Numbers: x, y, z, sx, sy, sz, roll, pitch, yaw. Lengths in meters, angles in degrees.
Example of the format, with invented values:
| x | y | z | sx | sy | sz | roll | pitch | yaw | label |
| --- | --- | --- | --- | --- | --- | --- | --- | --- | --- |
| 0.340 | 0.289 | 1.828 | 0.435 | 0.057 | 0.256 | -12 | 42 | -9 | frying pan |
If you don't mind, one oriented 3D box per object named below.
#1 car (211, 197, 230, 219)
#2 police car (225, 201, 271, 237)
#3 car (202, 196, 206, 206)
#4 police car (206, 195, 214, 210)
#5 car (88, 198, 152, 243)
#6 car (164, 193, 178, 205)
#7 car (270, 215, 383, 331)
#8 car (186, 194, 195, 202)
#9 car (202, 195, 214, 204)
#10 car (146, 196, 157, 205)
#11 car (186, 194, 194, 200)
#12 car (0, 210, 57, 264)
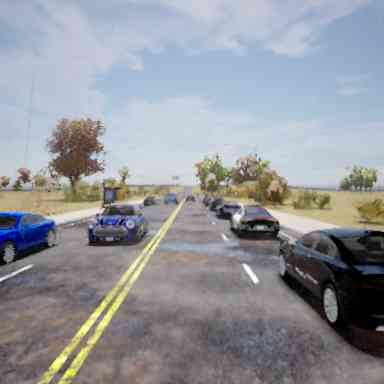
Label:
| x | y | z | sx | sy | sz | roll | pitch | yaw | label |
| --- | --- | --- | --- | --- | --- | --- | --- | --- | --- |
| 3.161 | 1.468 | 29.068 | 2.163 | 1.488 | 4.792 | 0 | 0 | 0 | car |
| 3.215 | 1.486 | 18.028 | 2.038 | 1.542 | 4.974 | 0 | 0 | 0 | police car |
| 3.014 | 1.428 | 51.073 | 2.163 | 1.488 | 4.792 | 0 | 0 | 0 | car |
| 3.088 | 1.371 | 40.152 | 1.930 | 1.638 | 5.238 | 0 | 0 | 0 | police car |
| -3.379 | 1.336 | 15.891 | 2.097 | 1.767 | 4.553 | 0 | 0 | 0 | car |
| -3.571 | 1.132 | 57.123 | 2.150 | 2.045 | 5.566 | 0 | 0 | 0 | car |
| 3.245 | 1.471 | 7.016 | 1.882 | 1.535 | 5.008 | 0 | 0 | 0 | car |
| -0.367 | 1.279 | 71.007 | 1.812 | 1.442 | 4.674 | 0 | 0 | 0 | car |
| 2.939 | 1.403 | 62.043 | 1.837 | 1.490 | 4.892 | 0 | 0 | 0 | car |
| -6.815 | 1.421 | 55.078 | 1.837 | 1.490 | 4.892 | 0 | 0 | 0 | car |
| -0.474 | 1.221 | 87.007 | 2.033 | 1.411 | 5.357 | 0 | 0 | 0 | car |
| -6.618 | 1.467 | 11.974 | 1.882 | 1.535 | 5.008 | 0 | 0 | 0 | car |
